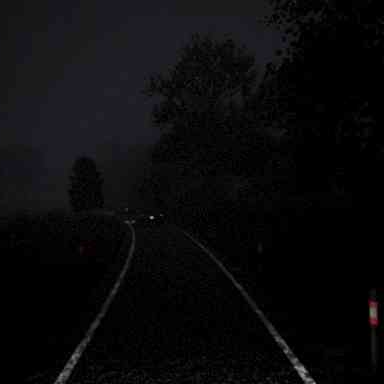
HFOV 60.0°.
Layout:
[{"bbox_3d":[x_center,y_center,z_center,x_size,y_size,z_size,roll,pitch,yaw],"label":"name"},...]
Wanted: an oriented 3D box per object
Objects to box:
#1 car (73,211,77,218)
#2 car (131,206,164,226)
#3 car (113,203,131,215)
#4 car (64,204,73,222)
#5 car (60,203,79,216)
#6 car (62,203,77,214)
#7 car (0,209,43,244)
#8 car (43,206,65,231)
[{"bbox_3d":[-14.133,2.304,36.661,2.002,1.452,4.674,0,-1,-14],"label":"car"},{"bbox_3d":[-3.386,1.856,25.933,1.994,1.385,4.181,-1,-1,-14],"label":"car"},{"bbox_3d":[-8.518,2.067,41.362,1.994,1.385,4.181,-1,-1,-22],"label":"car"},{"bbox_3d":[-12.647,2.172,30.609,2.097,1.535,5.008,0,-1,-12],"label":"car"},{"bbox_3d":[-17.147,2.400,46.755,2.097,1.535,5.008,-2,-1,-17],"label":"car"},{"bbox_3d":[-19.378,2.552,52.478,2.002,1.452,4.674,1,-1,-22],"label":"car"},{"bbox_3d":[-10.435,1.968,18.781,2.097,1.535,5.008,0,-1,-8],"label":"car"},{"bbox_3d":[-11.465,2.068,25.024,2.231,1.521,4.892,0,-1,-10],"label":"car"}]
